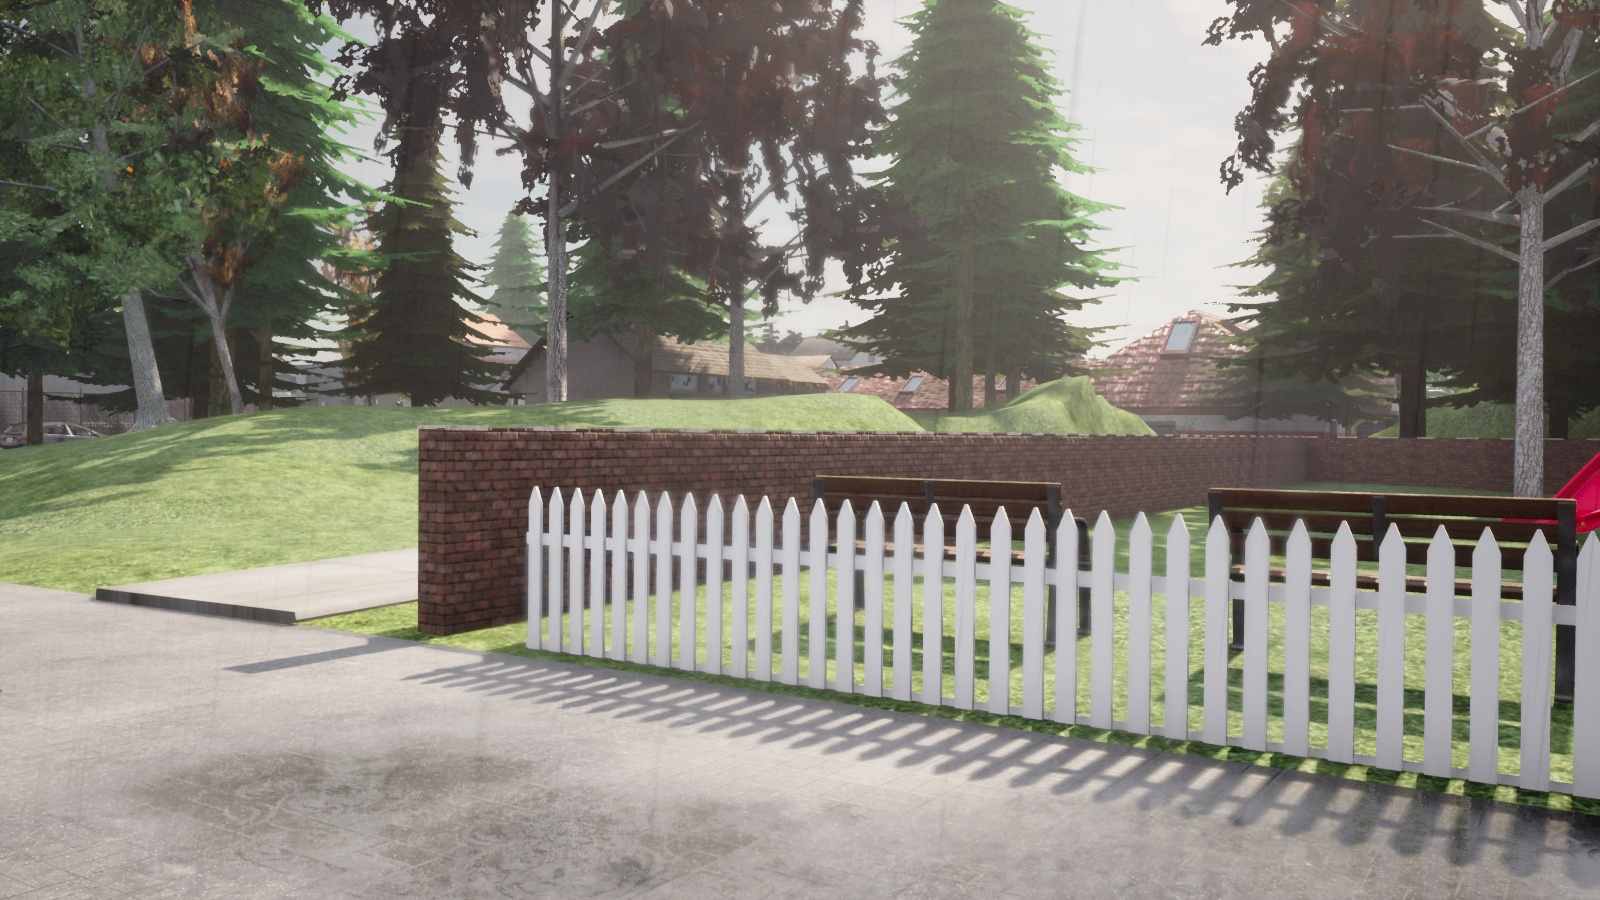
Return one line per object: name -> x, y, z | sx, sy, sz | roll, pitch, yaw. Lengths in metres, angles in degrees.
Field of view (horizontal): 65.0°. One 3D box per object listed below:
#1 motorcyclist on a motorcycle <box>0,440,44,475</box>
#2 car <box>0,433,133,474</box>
motorcyclist on a motorcycle -> -35.030, 0.321, 55.869 | 0.866, 1.530, 2.191 | 0, 1, 34
car -> -31.537, 0.125, 53.893 | 2.242, 1.667, 4.611 | 0, 1, 33
